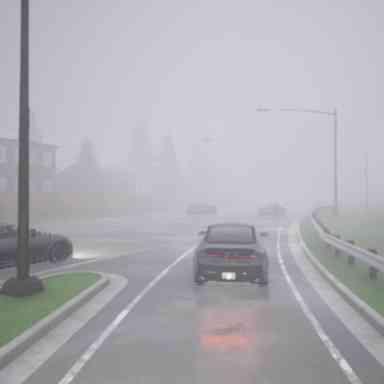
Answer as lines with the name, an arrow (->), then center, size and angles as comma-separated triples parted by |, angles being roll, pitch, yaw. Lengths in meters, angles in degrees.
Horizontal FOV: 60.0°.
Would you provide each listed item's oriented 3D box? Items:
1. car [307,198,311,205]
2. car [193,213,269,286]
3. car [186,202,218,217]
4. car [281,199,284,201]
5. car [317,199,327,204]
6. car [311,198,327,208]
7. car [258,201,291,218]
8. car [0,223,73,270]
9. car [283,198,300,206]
car -> 29.481, 2.397, 79.501 | 1.882, 1.535, 5.008 | 0, -1, 30
car -> 1.185, 1.619, 9.794 | 1.837, 1.490, 4.892 | 0, 0, 9
car -> 1.195, 1.904, 36.910 | 2.128, 1.511, 4.902 | 0, -1, 30
car -> 23.405, 2.428, 82.977 | 1.882, 1.535, 5.008 | 0, -1, 30
car -> 34.670, 2.494, 88.570 | 1.895, 1.301, 4.718 | 0, -1, 30
car -> 24.567, 2.264, 63.661 | 1.812, 1.442, 4.674 | 0, -1, 30
car -> 8.738, 1.960, 36.000 | 2.033, 1.411, 5.357 | 0, -1, 30
car -> -5.876, 1.675, 10.473 | 1.994, 1.385, 4.181 | 0, -1, 30
car -> 22.796, 2.401, 74.862 | 2.033, 1.411, 5.357 | 0, -1, 30
